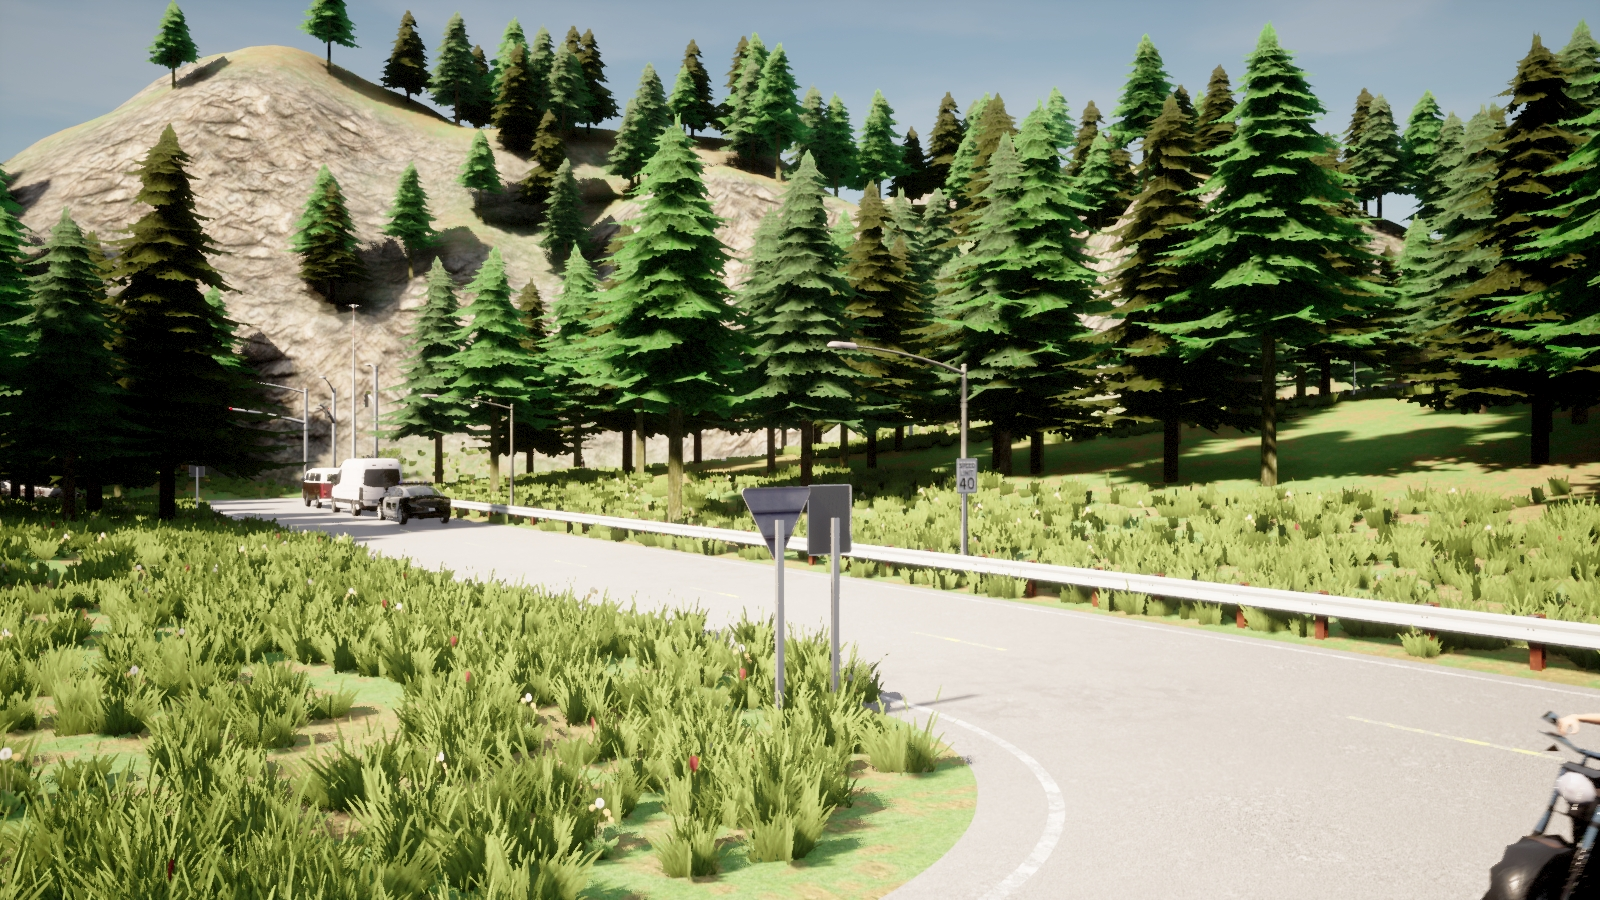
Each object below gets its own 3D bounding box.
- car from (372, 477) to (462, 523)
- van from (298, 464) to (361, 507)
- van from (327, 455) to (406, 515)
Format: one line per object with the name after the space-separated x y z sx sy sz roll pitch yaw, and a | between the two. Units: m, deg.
-15.723 1.982 46.760 2.097 1.638 5.238 0 0 -35 | car
-24.143 1.782 58.581 2.069 2.038 4.480 0 0 -35 | van
-20.079 1.534 52.765 1.988 2.561 5.915 0 0 -35 | van
